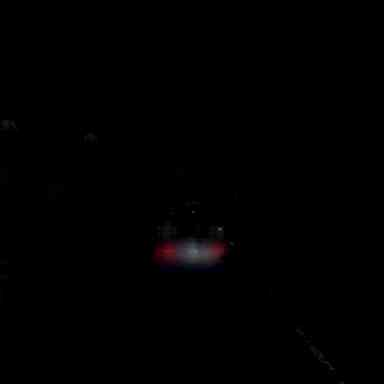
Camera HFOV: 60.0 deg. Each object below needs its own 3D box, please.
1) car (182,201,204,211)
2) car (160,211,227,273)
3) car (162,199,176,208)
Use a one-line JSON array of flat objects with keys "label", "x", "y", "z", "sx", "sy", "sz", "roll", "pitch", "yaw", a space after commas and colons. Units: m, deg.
[{"label": "car", "x": 0.109, "y": 1.556, "z": 30.961, "sx": 1.882, "sy": 1.535, "sz": 5.008, "roll": 0, "pitch": 0, "yaw": 0}, {"label": "car", "x": 0.057, "y": 1.578, "z": 10.799, "sx": 2.033, "sy": 1.411, "sz": 5.357, "roll": 0, "pitch": 0, "yaw": 1}, {"label": "car", "x": -3.510, "y": 1.719, "z": 51.273, "sx": 1.895, "sy": 1.301, "sz": 4.718, "roll": 0, "pitch": 0, "yaw": 0}]
